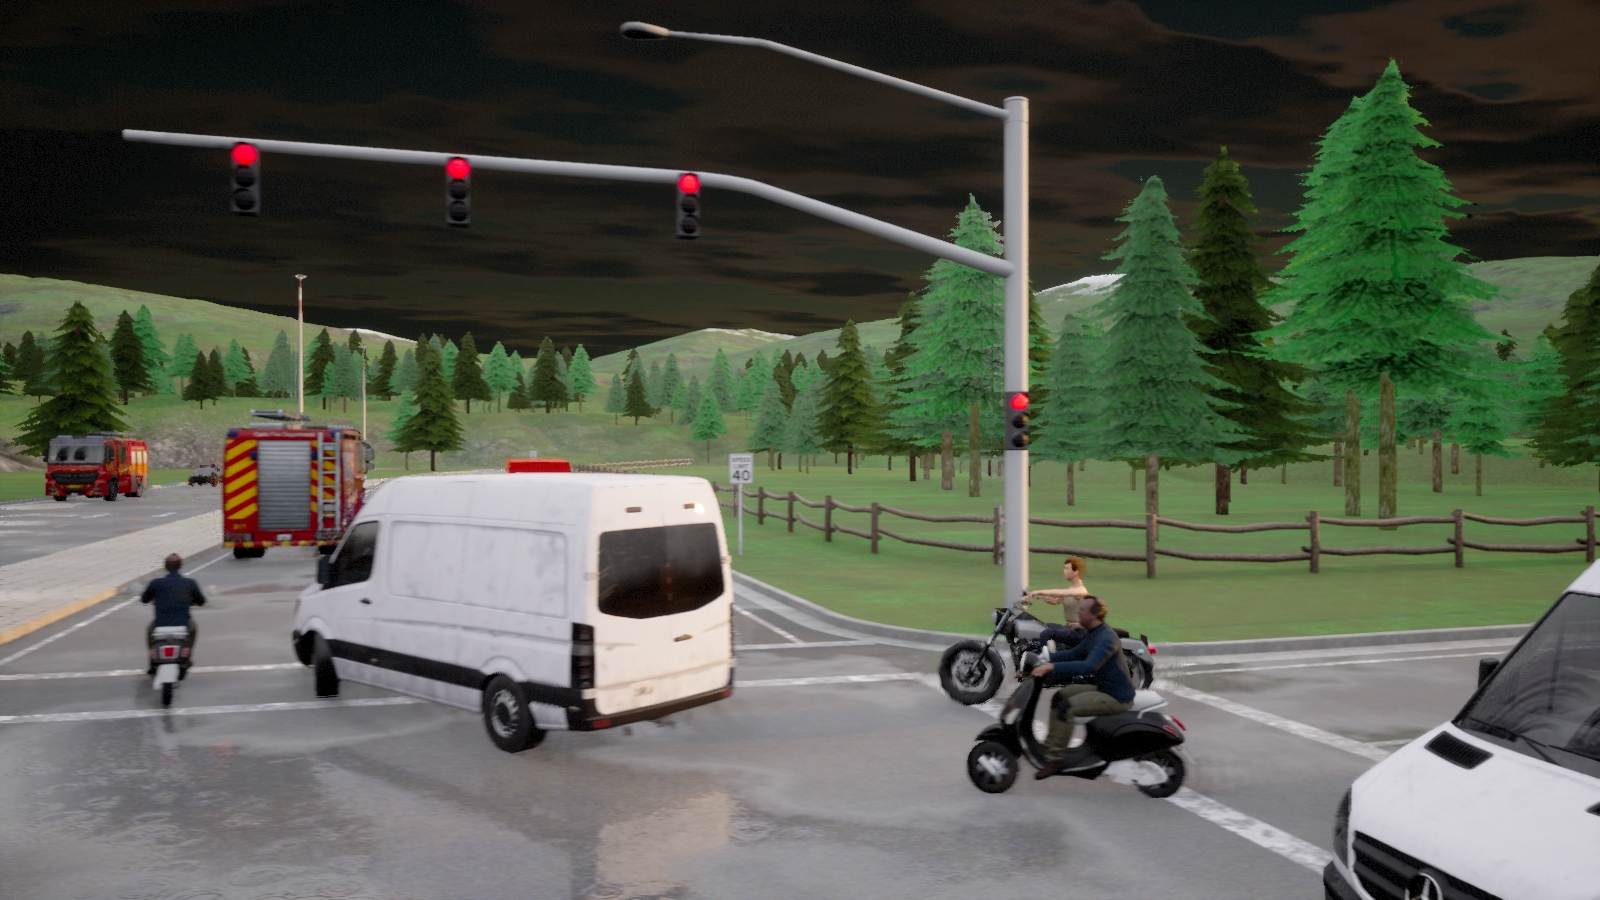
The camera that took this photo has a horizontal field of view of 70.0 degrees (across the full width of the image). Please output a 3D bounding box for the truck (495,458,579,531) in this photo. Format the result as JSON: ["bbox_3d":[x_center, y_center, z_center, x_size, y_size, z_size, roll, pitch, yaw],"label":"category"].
[{"bbox_3d":[-9.799,1.567,42.187,2.627,2.467,5.204,0,0,-17],"label":"truck"}]

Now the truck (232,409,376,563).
[{"bbox_3d":[-13.961,0.891,32.821,2.891,3.827,8.468,0,0,-17],"label":"truck"}]

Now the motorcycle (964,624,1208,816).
[{"bbox_3d":[2.258,2.140,9.235,1.805,1.316,0.856,0,-1,5],"label":"motorcycle"}]

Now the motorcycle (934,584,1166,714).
[{"bbox_3d":[2.693,2.153,12.488,2.356,1.307,0.764,0,-2,1],"label":"motorcycle"}]

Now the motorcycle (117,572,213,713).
[{"bbox_3d":[-7.241,2.142,13.096,0.856,1.316,1.805,2,-1,-27],"label":"motorcycle"}]

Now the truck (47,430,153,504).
[{"bbox_3d":[-39.063,0.894,64.127,2.891,3.827,8.468,0,0,-16],"label":"truck"}]

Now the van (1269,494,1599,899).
[{"bbox_3d":[5.553,1.533,5.634,5.915,2.561,1.988,0,0,-13],"label":"van"}]

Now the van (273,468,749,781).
[{"bbox_3d":[-3.392,1.534,12.450,5.915,2.561,1.988,0,1,41],"label":"van"}]
